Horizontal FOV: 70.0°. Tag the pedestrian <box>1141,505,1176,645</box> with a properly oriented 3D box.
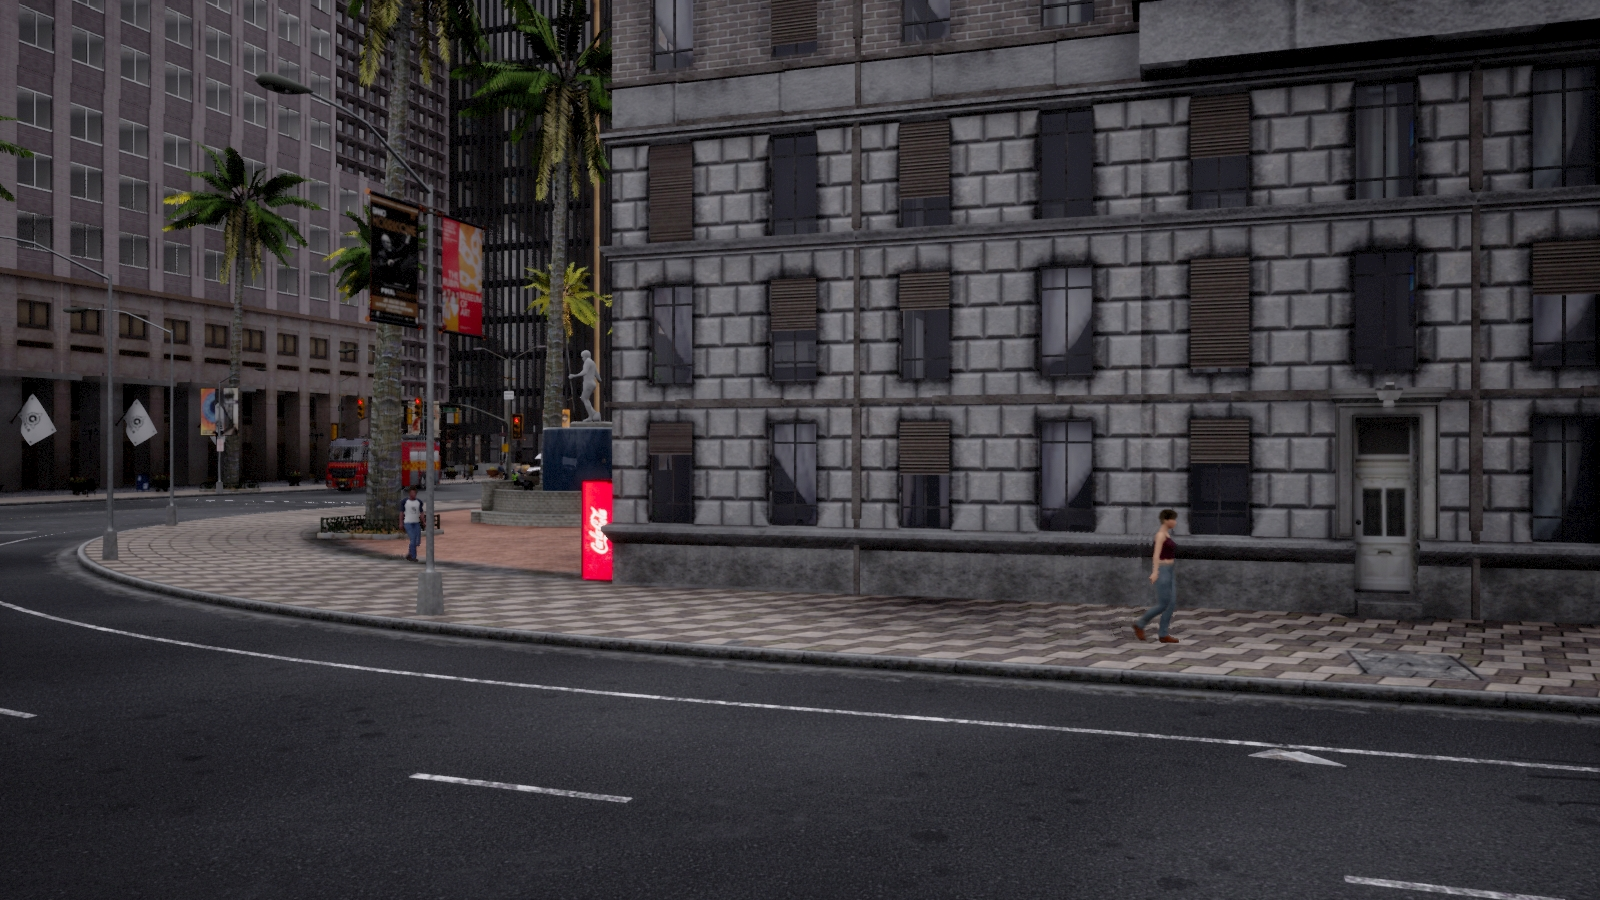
[{"bbox_3d":[4.912,1.696,15.649,0.375,1.860,0.375,0,0,31],"label":"pedestrian"}]

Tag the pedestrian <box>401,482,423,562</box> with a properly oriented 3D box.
[{"bbox_3d":[-9.182,1.696,27.023,0.375,1.860,0.375,0,0,-43],"label":"pedestrian"}]

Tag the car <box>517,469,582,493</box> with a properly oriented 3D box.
[{"bbox_3d":[-16.718,2.062,76.019,2.231,1.480,4.892,0,0,-40],"label":"car"}]
